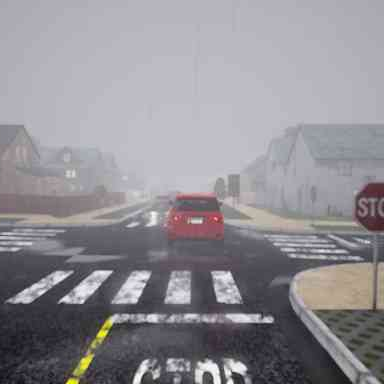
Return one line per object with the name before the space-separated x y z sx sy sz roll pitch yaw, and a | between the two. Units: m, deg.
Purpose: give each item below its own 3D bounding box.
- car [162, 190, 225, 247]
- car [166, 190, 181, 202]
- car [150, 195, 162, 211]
car | 0.147 1.016 14.245 2.150 2.045 5.566 1 2 0
car | -2.737 0.545 50.519 2.097 1.767 4.553 0 1 0
car | -2.792 1.017 32.169 1.812 1.442 4.674 0 1 0
